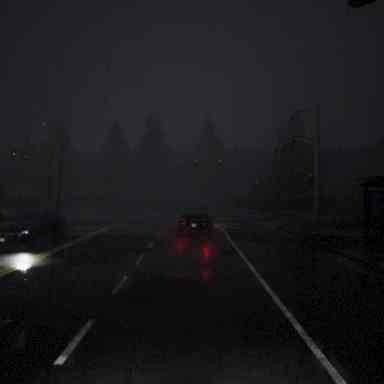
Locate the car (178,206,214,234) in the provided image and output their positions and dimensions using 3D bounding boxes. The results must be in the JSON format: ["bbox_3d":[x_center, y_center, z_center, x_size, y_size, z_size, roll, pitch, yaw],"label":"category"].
[{"bbox_3d":[0.273,1.508,19.047,1.812,1.442,4.674,0,0,5],"label":"car"}]

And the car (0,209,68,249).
[{"bbox_3d":[-6.969,1.493,14.568,1.812,1.442,4.674,0,0,0],"label":"car"}]
